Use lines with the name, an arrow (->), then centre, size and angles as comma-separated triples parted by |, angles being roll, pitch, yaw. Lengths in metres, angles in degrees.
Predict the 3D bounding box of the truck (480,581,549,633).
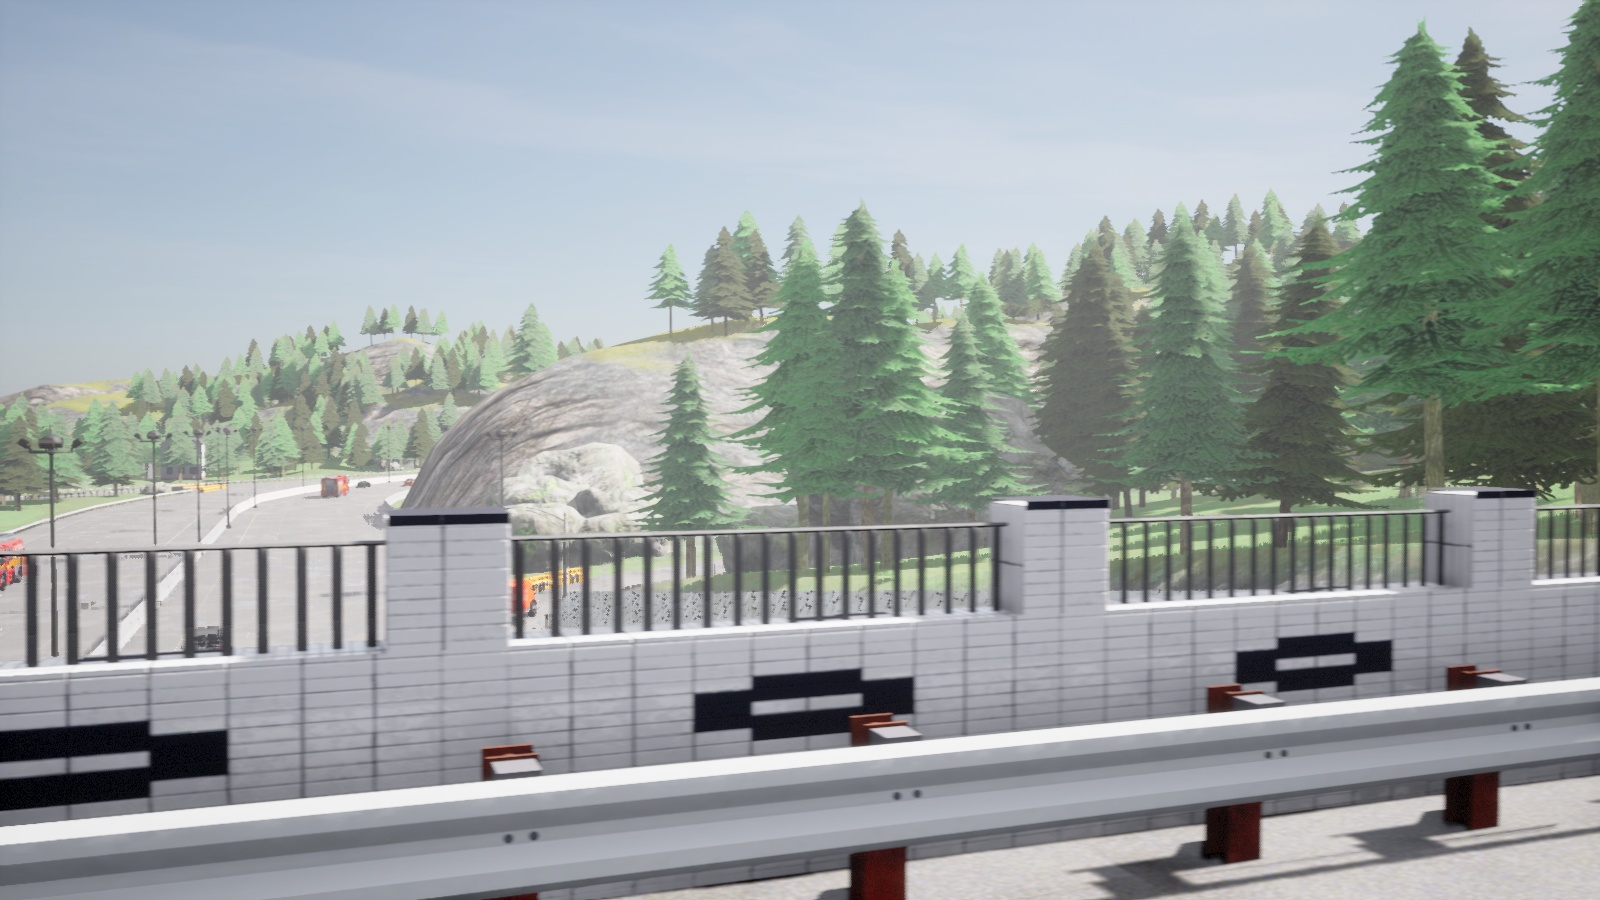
truck -> -17.971, 9.860, 79.323 | 2.627, 2.467, 5.204 | -1, 1, 6

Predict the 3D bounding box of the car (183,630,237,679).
car -> -31.193, 10.799, 66.555 | 2.242, 1.667, 4.611 | -2, 1, -21
